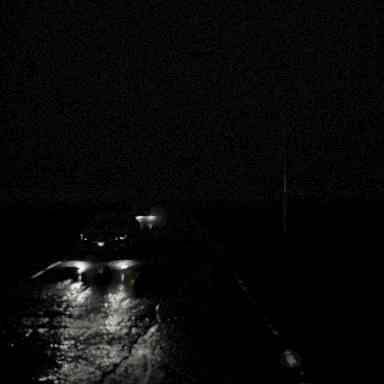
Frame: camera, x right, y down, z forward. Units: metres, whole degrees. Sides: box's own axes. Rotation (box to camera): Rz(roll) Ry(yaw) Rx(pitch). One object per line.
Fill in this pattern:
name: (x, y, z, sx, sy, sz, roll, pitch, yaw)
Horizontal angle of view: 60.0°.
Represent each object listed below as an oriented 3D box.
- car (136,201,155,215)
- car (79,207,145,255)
car: (-5.098, 1.661, 36.918, 2.033, 1.411, 5.357, 0, 0, -7)
car: (-3.257, 1.577, 13.888, 1.837, 1.490, 4.892, 0, -1, -3)
